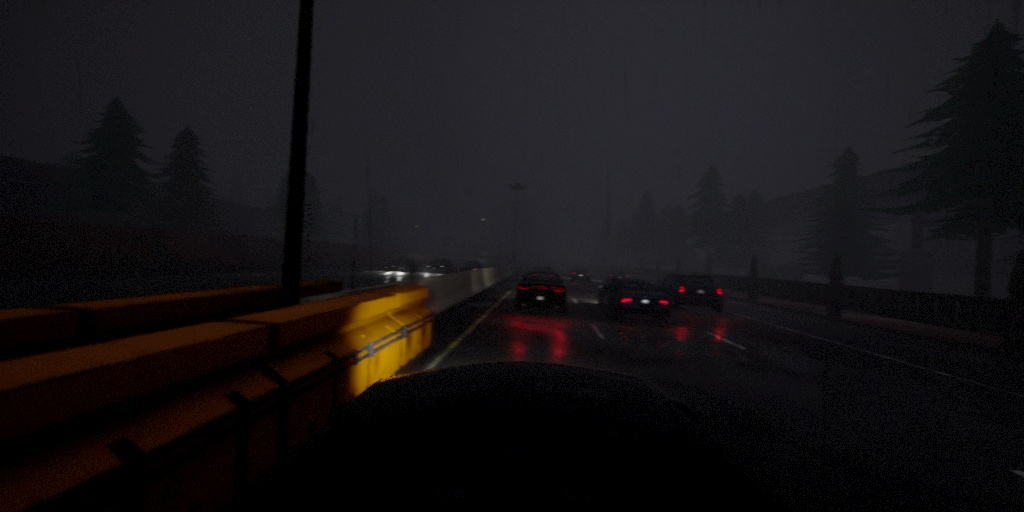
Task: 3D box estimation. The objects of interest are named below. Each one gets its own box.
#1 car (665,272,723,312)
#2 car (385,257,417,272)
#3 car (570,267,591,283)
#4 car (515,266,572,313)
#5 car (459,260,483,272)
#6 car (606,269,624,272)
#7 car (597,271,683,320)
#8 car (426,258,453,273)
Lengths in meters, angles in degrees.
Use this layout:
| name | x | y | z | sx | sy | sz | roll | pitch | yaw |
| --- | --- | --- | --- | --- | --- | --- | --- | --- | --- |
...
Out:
| name | x | y | z | sx | sy | sz | roll | pitch | yaw |
| --- | --- | --- | --- | --- | --- | --- | --- | --- | --- |
| car | 8.527 | 1.619 | 17.897 | 2.097 | 1.767 | 4.553 | 3 | 0 | 5 |
| car | -11.114 | 0.834 | 36.127 | 1.994 | 1.385 | 4.181 | 3 | 0 | 5 |
| car | 6.538 | 1.785 | 34.977 | 1.994 | 1.385 | 4.181 | 3 | 0 | 5 |
| car | 1.238 | 1.341 | 15.020 | 1.882 | 1.535 | 5.008 | 3 | 0 | 5 |
| car | -4.063 | 1.178 | 36.498 | 1.812 | 1.442 | 4.674 | 3 | 0 | 5 |
| car | 10.018 | 1.972 | 34.662 | 1.994 | 1.385 | 4.181 | 3 | 0 | 5 |
| car | 4.696 | 1.596 | 14.485 | 2.033 | 1.411 | 5.357 | 3 | 0 | 5 |
| car | -7.480 | 0.976 | 37.552 | 1.837 | 1.490 | 4.892 | 3 | 0 | 5 |
